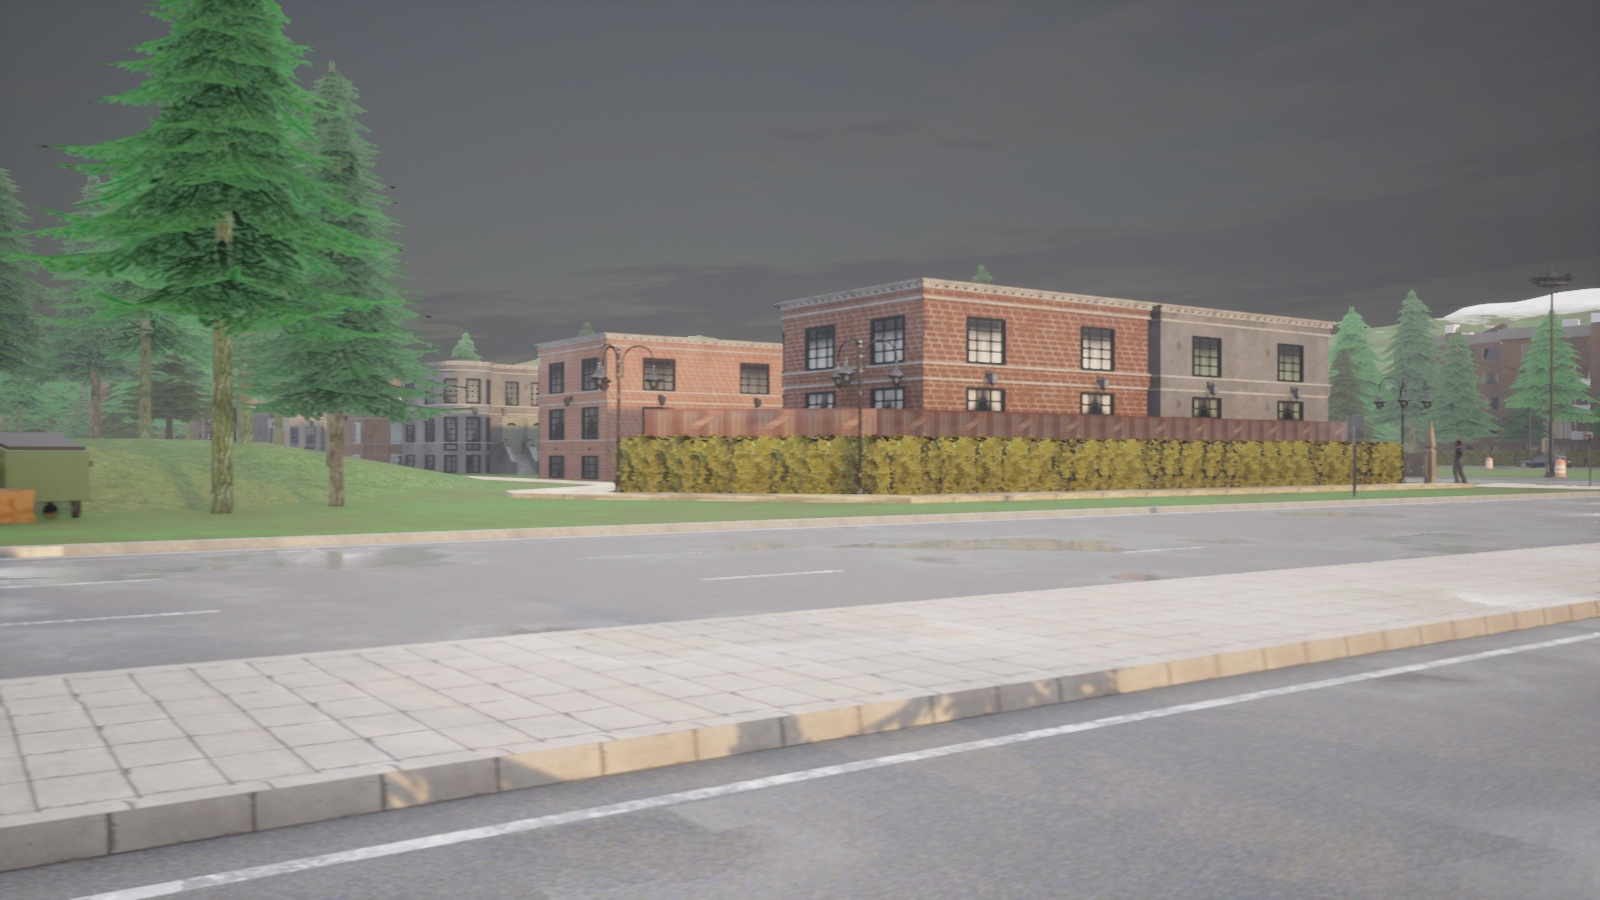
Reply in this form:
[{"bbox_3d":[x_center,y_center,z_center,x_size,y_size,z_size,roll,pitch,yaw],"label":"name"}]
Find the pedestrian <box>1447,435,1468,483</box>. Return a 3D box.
[{"bbox_3d":[26.855,0.376,51.262,0.666,1.930,0.402,0,0,9],"label":"pedestrian"}]
